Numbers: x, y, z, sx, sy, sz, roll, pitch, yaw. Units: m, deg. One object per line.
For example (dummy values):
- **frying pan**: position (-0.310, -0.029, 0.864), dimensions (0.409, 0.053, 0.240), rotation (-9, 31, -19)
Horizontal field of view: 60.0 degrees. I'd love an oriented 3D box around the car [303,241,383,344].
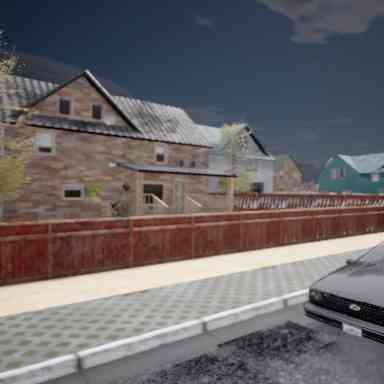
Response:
- **car**: position (4.417, 1.554, 6.218), dimensions (5.357, 1.411, 2.033), rotation (0, 0, -35)
